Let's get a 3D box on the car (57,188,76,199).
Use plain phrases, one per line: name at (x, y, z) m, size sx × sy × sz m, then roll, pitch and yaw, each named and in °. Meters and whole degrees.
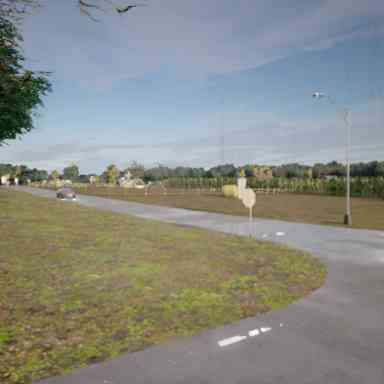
car at (-18.898, 0.156, 49.735) m, size 1.812 × 1.442 × 4.674 m, roll -1°, pitch 3°, yaw -36°
